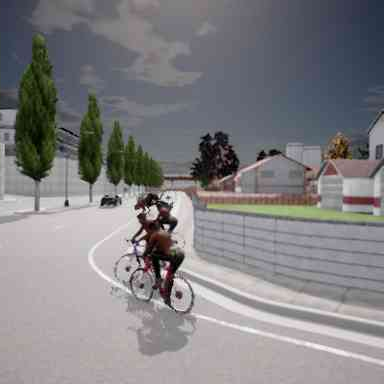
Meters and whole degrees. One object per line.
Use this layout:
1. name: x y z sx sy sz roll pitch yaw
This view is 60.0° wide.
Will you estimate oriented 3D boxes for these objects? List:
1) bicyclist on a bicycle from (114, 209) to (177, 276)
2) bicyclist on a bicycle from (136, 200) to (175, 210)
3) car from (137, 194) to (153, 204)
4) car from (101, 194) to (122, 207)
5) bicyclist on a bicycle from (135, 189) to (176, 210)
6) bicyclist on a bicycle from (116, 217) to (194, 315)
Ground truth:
1. bicyclist on a bicycle: -1.091 1.322 8.031 1.656 1.620 0.582 1 0 -34
2. bicyclist on a bicycle: -0.955 1.201 11.159 1.656 1.620 0.582 0 2 28
3. car: -6.412 1.012 45.646 1.837 1.490 4.892 1 0 -2
4. car: -9.770 1.019 40.489 1.837 1.490 4.892 1 1 -2
5. bicyclist on a bicycle: -1.377 0.545 11.894 1.620 1.656 0.582 14 -13 36
6. bicyclist on a bicycle: -0.604 1.390 6.264 1.656 1.620 0.582 1 0 38
